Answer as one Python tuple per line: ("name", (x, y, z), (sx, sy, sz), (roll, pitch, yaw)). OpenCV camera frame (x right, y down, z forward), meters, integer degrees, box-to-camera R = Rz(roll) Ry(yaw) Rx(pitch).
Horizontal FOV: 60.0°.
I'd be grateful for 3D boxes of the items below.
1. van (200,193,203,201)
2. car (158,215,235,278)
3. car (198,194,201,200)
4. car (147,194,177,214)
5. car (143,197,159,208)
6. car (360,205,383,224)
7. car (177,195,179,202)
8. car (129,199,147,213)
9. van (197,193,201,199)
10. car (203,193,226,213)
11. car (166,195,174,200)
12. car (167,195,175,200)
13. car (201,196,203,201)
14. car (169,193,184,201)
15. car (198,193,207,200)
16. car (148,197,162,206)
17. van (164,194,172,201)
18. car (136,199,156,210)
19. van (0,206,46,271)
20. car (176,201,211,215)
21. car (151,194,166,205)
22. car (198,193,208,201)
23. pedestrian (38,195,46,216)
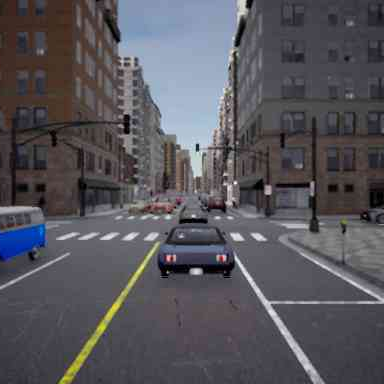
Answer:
("van", (2.664, 1.322, 53.796), (1.690, 1.788, 3.998), (0, 0, 0))
("car", (0.089, 1.615, 10.187), (1.895, 1.301, 4.718), (0, 0, 0))
("car", (2.663, 1.492, 65.279), (1.752, 1.417, 4.829), (0, 0, 0))
("car", (-3.152, 1.351, 35.484), (2.097, 1.767, 4.553), (0, 0, 2))
("car", (-5.861, 1.512, 47.992), (1.752, 1.417, 4.829), (0, 0, 0))
("car", (14.643, 1.563, 24.357), (4.181, 1.385, 1.994), (0, 0, 1))
("car", (-3.090, 1.495, 45.295), (1.837, 1.490, 4.892), (0, 0, 0))
("car", (-5.860, 1.523, 36.682), (1.752, 1.417, 4.829), (0, 0, 0))
("van", (2.663, 1.292, 76.421), (1.690, 1.788, 3.998), (0, 0, 0))
("car", (2.666, 1.313, 36.825), (2.192, 1.841, 5.009), (0, 0, 0))
("car", (-5.864, 1.478, 87.747), (1.887, 1.381, 4.507), (0, 0, 0))
("car", (-5.866, 1.510, 93.402), (1.802, 1.307, 4.206), (0, 0, 0))
("car", (2.665, 1.532, 48.138), (1.887, 1.381, 4.507), (0, 0, 0))
("car", (-3.055, 1.200, 55.364), (2.150, 2.045, 5.566), (0, 0, 1))
("car", (2.661, 1.249, 87.735), (2.192, 1.841, 5.009), (0, 0, 0))
("car", (-5.862, 1.506, 53.647), (1.752, 1.417, 4.829), (0, 0, 0))
("van", (-5.863, 1.283, 82.092), (1.690, 1.788, 3.998), (0, 0, 0))
("car", (-5.861, 1.558, 42.508), (1.947, 1.339, 4.313), (0, 0, 0))
("van", (-5.859, 1.355, 9.836), (1.690, 1.788, 3.998), (0, 0, 0))
("car", (0.098, 1.559, 23.987), (1.994, 1.385, 4.181), (0, 0, 0))
("car", (-5.862, 1.288, 59.472), (2.192, 1.841, 5.009), (0, 0, 0))
("car", (2.662, 1.257, 82.078), (2.192, 1.841, 5.009), (0, 0, 0))
("pedestrian", (-12.554, 1.141, 27.802), (0.375, 1.860, 0.375), (0, 0, 1))
